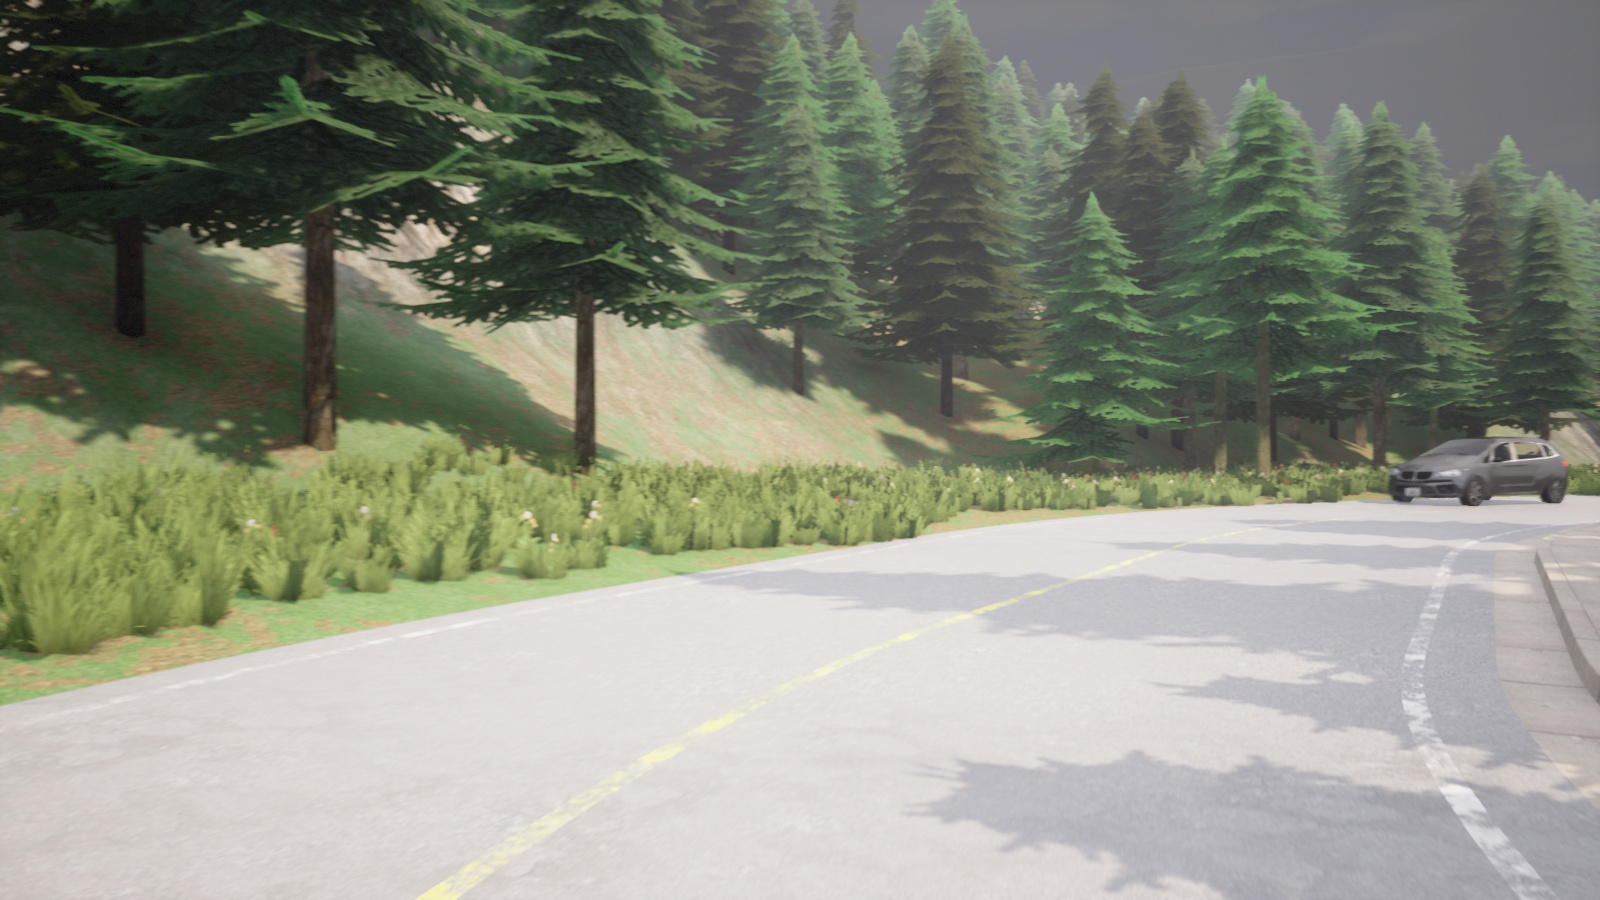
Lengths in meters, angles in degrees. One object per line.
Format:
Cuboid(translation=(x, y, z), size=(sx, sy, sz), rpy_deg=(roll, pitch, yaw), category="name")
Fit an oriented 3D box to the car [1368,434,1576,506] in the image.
Cuboid(translation=(16.660, 0.454, 31.147), size=(4.611, 1.667, 2.242), rpy_deg=(0, 0, -25), category="car")
